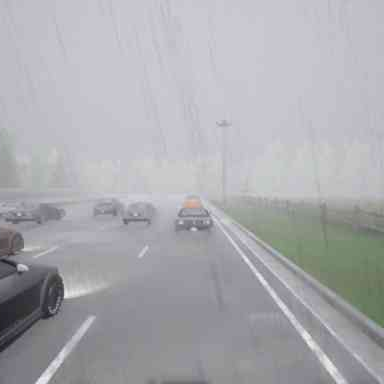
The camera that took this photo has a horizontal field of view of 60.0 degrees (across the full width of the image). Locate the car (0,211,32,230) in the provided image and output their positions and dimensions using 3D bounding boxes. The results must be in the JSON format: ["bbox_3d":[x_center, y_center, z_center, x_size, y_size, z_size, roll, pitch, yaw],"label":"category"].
[{"bbox_3d":[-6.903,1.493,10.013,1.994,1.385,4.181,0,0,0],"label":"car"}]

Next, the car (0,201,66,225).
[{"bbox_3d":[-10.406,1.389,22.535,2.033,1.411,5.357,0,0,0],"label":"car"}]

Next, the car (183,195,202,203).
[{"bbox_3d":[0.091,1.090,37.480,2.097,1.767,4.553,0,0,0],"label":"car"}]

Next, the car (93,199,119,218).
[{"bbox_3d":[-6.908,1.294,28.156,2.128,1.511,4.902,0,0,0],"label":"car"}]

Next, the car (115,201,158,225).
[{"bbox_3d":[-3.406,1.390,22.525,2.033,1.411,5.357,0,0,0],"label":"car"}]

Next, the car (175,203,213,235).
[{"bbox_3d":[0.096,1.474,18.037,1.895,1.301,4.718,0,0,0],"label":"car"}]

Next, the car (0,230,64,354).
[{"bbox_3d":[-3.401,1.531,4.618,1.994,1.385,4.181,0,0,0],"label":"car"}]
